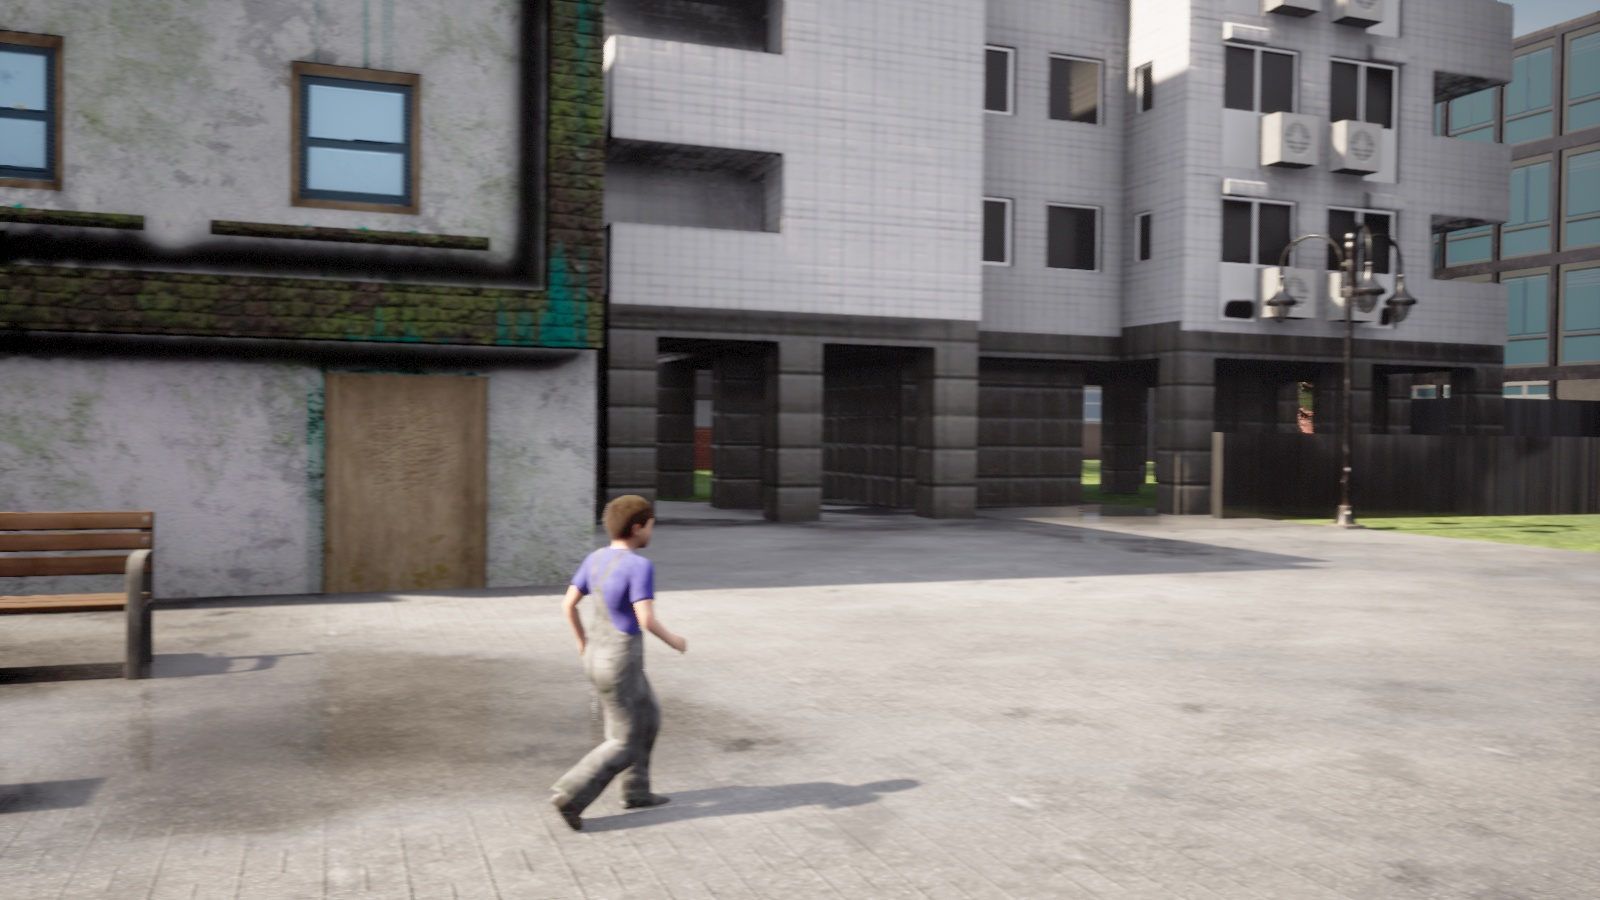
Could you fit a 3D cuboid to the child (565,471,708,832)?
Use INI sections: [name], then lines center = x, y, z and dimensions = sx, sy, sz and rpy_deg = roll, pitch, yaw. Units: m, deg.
[child]
center = -0.607, 0.720, 4.685
dimensions = 0.437, 1.263, 0.270
rpy_deg = -1, 1, -36
